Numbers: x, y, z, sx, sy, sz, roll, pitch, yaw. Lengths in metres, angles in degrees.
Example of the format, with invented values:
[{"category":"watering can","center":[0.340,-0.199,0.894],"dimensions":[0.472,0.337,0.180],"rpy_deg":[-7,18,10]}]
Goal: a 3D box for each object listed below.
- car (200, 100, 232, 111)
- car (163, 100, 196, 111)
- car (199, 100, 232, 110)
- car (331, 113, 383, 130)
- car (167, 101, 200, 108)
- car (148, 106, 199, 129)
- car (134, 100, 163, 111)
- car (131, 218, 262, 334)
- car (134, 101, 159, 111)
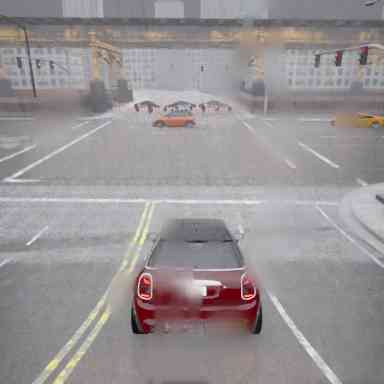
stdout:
[{"category":"car","center":[3.532,-12.865,49.732],"dimensions":[4.974,1.542,2.038],"rpy_deg":[11,22,28]},{"category":"car","center":[-1.809,-12.803,49.075],"dimensions":[4.536,1.218,1.853],"rpy_deg":[-13,23,-33]},{"category":"car","center":[3.486,-13.022,49.705],"dimensions":[4.536,1.218,1.853],"rpy_deg":[11,22,28]},{"category":"car","center":[16.759,-7.251,33.762],"dimensions":[5.008,1.535,1.882],"rpy_deg":[0,19,1]},{"category":"car","center":[-1.851,-12.644,49.098],"dimensions":[4.974,1.542,2.038],"rpy_deg":[-13,23,-33]},{"category":"car","center":[-1.807,-7.509,34.103],"dimensions":[4.553,1.767,2.097],"rpy_deg":[0,19,1]},{"category":"car","center":[-6.495,-12.836,49.165],"dimensions":[4.536,1.218,1.853],"rpy_deg":[18,26,42]},{"category":"car","center":[0.081,1.344,7.142],"dimensions":[2.097,1.767,4.553],"rpy_deg":[0,5,0]},{"category":"car","center":[-6.458,-12.675,49.183],"dimensions":[4.974,1.542,2.038],"rpy_deg":[18,26,42]}]
